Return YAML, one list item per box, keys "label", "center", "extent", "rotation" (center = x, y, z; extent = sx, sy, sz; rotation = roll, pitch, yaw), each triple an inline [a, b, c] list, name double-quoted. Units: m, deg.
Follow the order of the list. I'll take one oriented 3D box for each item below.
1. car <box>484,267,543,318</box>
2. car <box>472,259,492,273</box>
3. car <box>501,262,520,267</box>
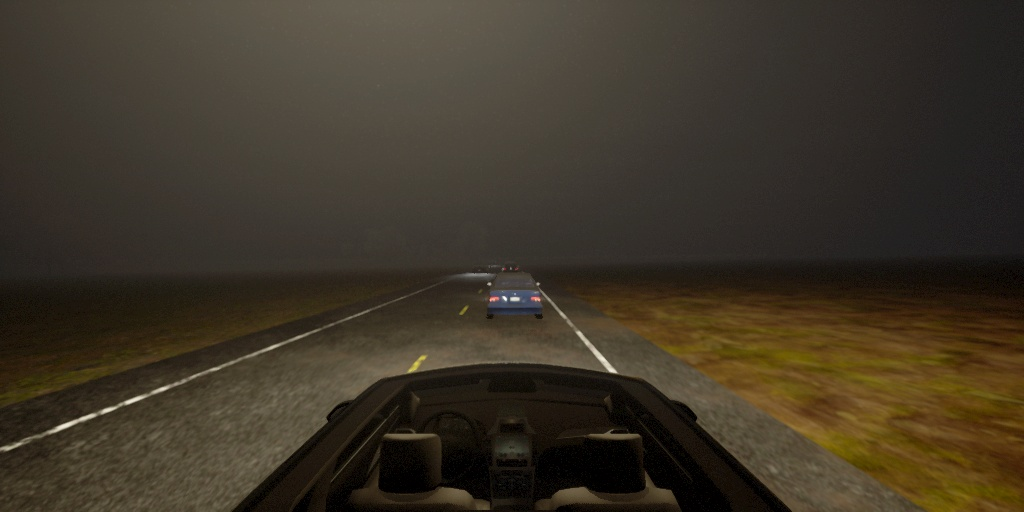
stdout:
- label: "car"
  center: [0.074, 1.311, 12.981]
  extent: [2.033, 1.411, 5.357]
  rotation: [0, 0, 0]
- label: "car"
  center: [-3.926, 1.428, 44.826]
  extent: [1.895, 1.301, 4.718]
  rotation: [0, 0, -1]
- label: "car"
  center: [-0.153, 1.361, 39.094]
  extent: [2.033, 1.411, 5.357]
  rotation: [0, 0, -1]
